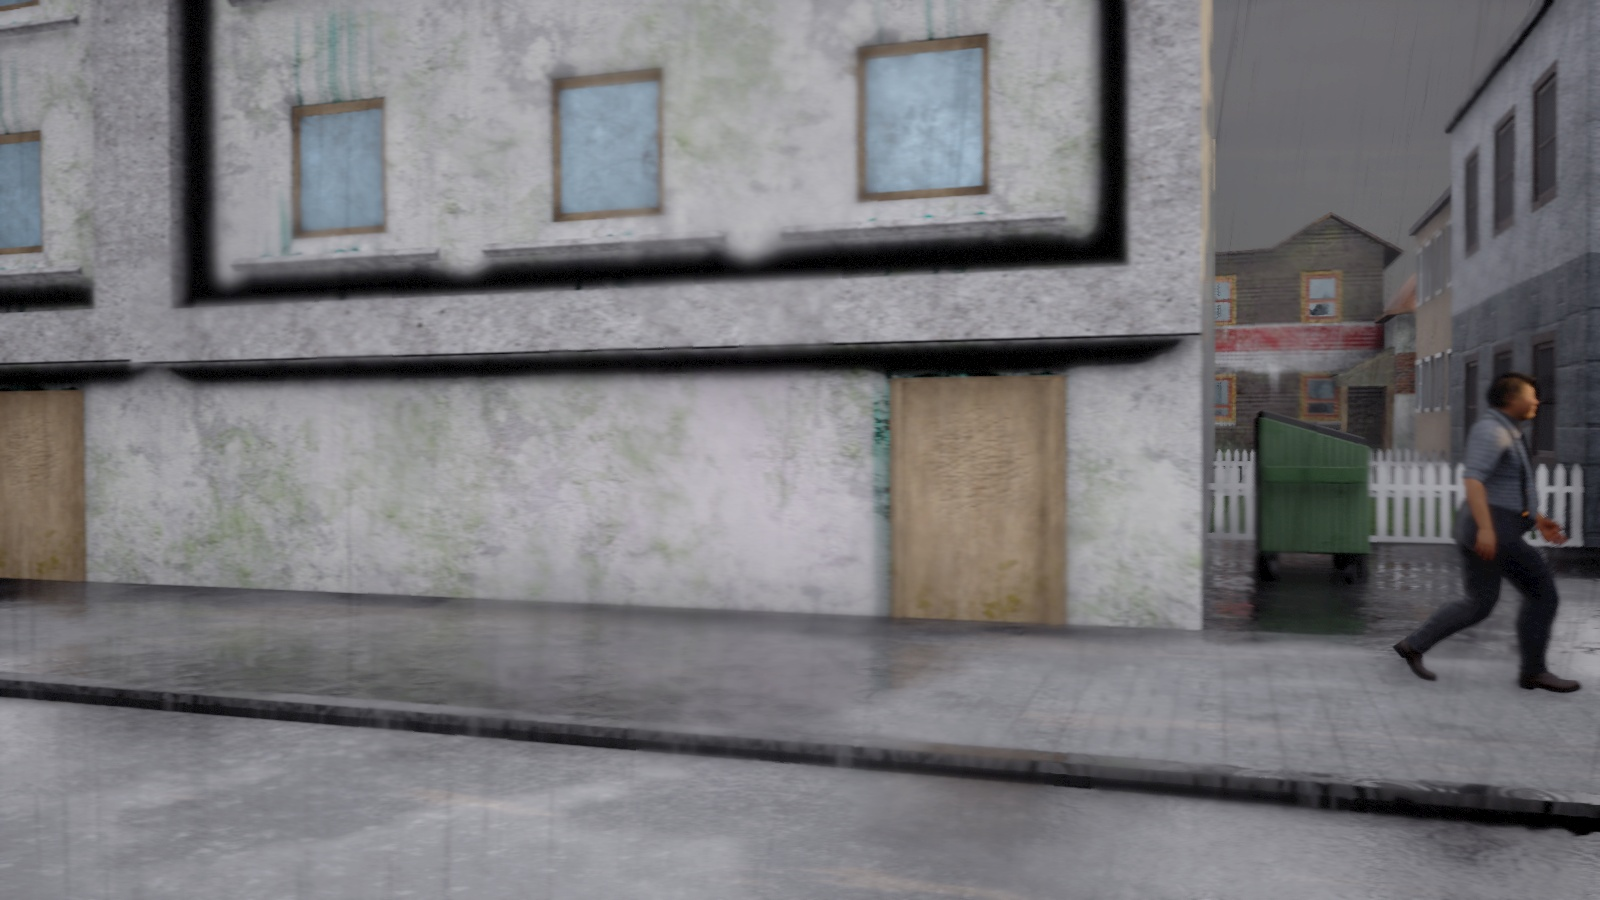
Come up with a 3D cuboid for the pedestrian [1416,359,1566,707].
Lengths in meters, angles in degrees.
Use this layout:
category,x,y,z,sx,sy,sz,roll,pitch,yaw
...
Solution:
category,x,y,z,sx,sy,sz,roll,pitch,yaw
pedestrian,3.862,0.437,7.054,0.694,1.848,0.540,1,1,27
